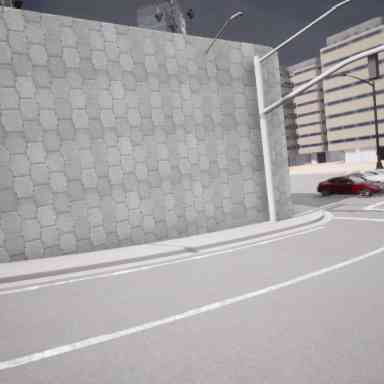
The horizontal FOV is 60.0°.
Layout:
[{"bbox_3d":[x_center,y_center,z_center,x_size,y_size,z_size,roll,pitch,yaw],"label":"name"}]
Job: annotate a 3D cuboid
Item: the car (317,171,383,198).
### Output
[{"bbox_3d":[10.810,-0.434,22.749,1.812,1.442,4.674,-10,6,-32],"label":"car"}]
